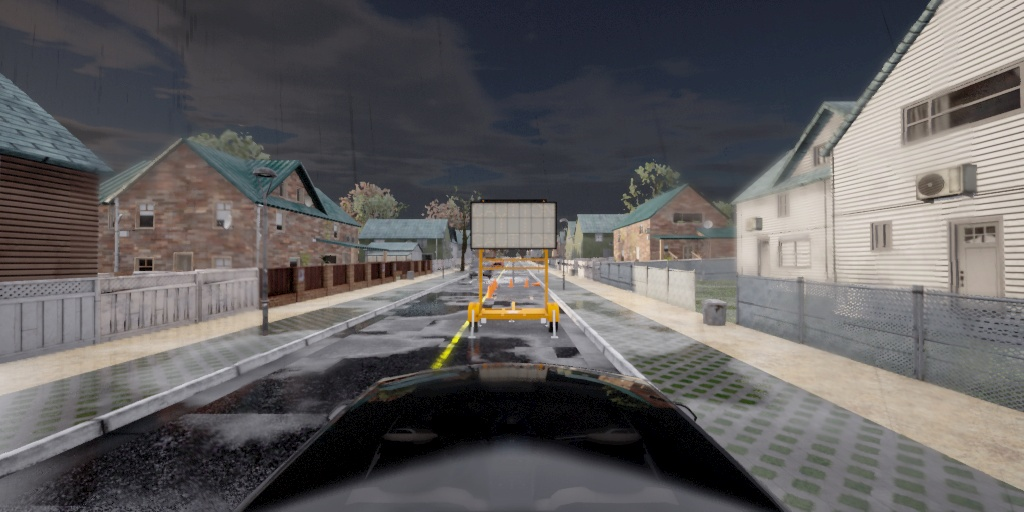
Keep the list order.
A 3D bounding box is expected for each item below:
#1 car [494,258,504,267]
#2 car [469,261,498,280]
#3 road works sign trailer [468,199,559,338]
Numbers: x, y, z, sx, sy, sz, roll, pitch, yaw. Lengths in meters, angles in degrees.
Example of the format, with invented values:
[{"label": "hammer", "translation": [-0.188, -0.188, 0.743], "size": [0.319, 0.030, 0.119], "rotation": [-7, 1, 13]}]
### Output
[{"label": "car", "translation": [-2.441, 1.100, 62.619], "size": [2.097, 1.767, 4.553], "rotation": [0, 0, 0]}, {"label": "car", "translation": [-2.697, 1.247, 31.825], "size": [2.128, 1.511, 4.902], "rotation": [0, 0, 0]}, {"label": "road works sign trailer", "translation": [0.043, 0.217, 10.127], "size": [2.380, 3.560, 2.880], "rotation": [0, 0, 0]}]
